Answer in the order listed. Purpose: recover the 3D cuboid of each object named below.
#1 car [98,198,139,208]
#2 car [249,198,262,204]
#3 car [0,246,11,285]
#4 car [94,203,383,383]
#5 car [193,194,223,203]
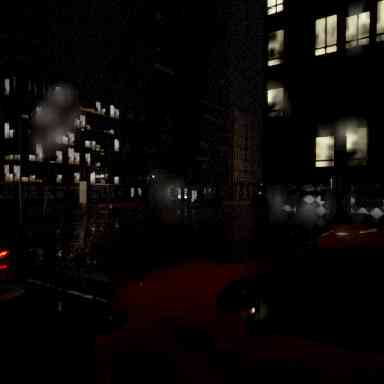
[{"bbox_3d":[-7.753,1.444,35.401,2.097,1.767,4.553,1,0,37],"label":"car"},{"bbox_3d":[11.548,1.793,56.003,2.033,1.411,5.357,1,0,37],"label":"car"},{"bbox_3d":[-6.195,1.522,8.086,4.674,1.442,1.812,0,0,35],"label":"car"},{"bbox_3d":[1.707,1.222,2.468,5.566,2.045,2.150,0,0,35],"label":"car"},{"bbox_3d":[2.378,1.391,48.980,2.150,2.045,5.566,1,0,38],"label":"car"}]
